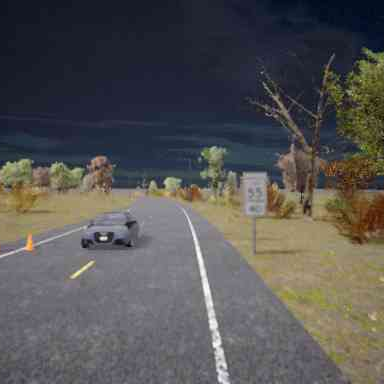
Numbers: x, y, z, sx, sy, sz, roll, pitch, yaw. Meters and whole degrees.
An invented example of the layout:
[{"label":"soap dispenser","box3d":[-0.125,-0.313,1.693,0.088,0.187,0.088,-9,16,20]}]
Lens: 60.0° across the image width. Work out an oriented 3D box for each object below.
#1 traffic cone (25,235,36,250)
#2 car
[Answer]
[{"label":"traffic cone","box3d":[-6.409,1.984,13.161,0.340,0.580,0.340,0,0,-1]},{"label":"car","box3d":[-3.468,1.593,14.765,1.994,1.385,4.181,0,0,-2]}]
